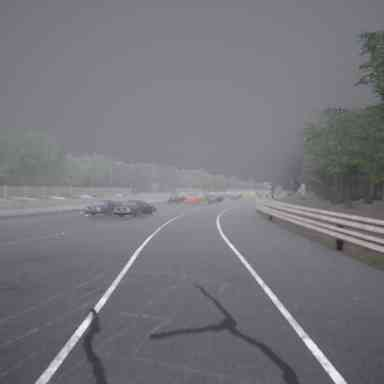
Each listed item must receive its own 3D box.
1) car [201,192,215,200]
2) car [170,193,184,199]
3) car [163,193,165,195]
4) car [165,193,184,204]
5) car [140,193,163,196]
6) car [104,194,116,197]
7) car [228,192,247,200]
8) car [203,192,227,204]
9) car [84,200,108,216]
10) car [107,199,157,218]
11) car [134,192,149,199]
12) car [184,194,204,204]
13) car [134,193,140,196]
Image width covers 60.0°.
[{"bbox_3d":[3.824,0.963,78.653,2.097,1.767,4.553,0,0,19],"label":"car"},{"bbox_3d":[-3.907,1.085,88.607,1.882,1.535,5.008,0,0,19],"label":"car"},{"bbox_3d":[-7.224,1.126,89.722,1.837,1.490,4.892,0,0,19],"label":"car"},{"bbox_3d":[-2.569,1.120,59.621,2.097,1.767,4.553,0,0,19],"label":"car"},{"bbox_3d":[-8.949,1.258,73.599,2.128,1.511,4.902,0,0,19],"label":"car"},{"bbox_3d":[-18.999,1.315,76.655,2.128,1.511,4.902,0,0,19],"label":"car"},{"bbox_3d":[10.477,1.097,76.472,2.128,1.511,4.902,0,0,19],"label":"car"},{"bbox_3d":[4.084,1.223,57.446,2.128,1.511,4.902,0,0,19],"label":"car"},{"bbox_3d":[-8.115,1.519,32.121,2.033,1.411,5.357,0,0,19],"label":"car"},{"bbox_3d":[-5.084,1.509,30.154,2.033,1.411,5.357,0,0,19],"label":"car"},{"bbox_3d":[-13.949,1.019,91.690,2.097,1.767,4.553,0,0,19],"label":"car"},{"bbox_3d":[0.749,1.101,58.506,2.097,1.767,4.553,0,0,19],"label":"car"},{"bbox_3d":[-12.267,1.304,74.714,1.994,1.385,4.181,0,0,19],"label":"car"}]
